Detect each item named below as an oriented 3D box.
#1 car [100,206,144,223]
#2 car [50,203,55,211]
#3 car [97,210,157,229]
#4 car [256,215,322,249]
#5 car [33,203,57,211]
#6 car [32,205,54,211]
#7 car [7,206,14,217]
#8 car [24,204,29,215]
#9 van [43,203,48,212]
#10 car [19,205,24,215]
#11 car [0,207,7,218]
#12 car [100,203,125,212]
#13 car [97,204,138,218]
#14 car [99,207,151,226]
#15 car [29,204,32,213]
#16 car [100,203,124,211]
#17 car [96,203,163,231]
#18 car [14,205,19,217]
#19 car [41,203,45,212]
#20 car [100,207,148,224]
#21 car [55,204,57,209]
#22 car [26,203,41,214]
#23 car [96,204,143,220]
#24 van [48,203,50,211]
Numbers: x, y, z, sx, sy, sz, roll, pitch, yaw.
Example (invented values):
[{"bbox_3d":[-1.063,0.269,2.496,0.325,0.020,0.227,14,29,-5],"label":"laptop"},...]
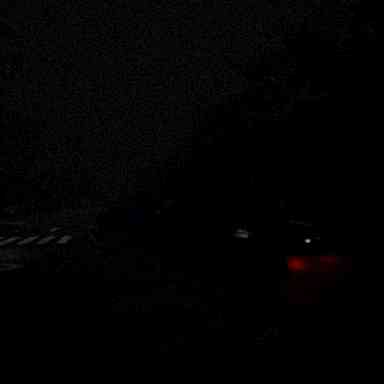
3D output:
[{"bbox_3d":[-8.199,2.616,39.259,4.553,1.767,2.185,3,-2,-35],"label":"car"},{"bbox_3d":[-36.296,3.651,78.931,5.566,2.045,2.435,1,-2,-35],"label":"car"},{"bbox_3d":[-5.884,2.463,30.480,4.892,1.521,2.231,3,-2,-35],"label":"car"},{"bbox_3d":[4.621,1.858,16.239,1.812,1.442,4.674,1,0,-6],"label":"car"},{"bbox_3d":[-38.612,3.920,87.462,5.566,2.045,2.435,1,-2,-35],"label":"car"},{"bbox_3d":[-37.824,4.112,84.645,4.792,1.488,2.163,1,-2,-35],"label":"car"},{"bbox_3d":[-27.181,2.813,44.600,5.008,1.535,2.097,1,-2,-35],"label":"car"},{"bbox_3d":[-29.613,3.081,53.068,5.366,1.575,1.946,1,-2,-35],"label":"car"},{"bbox_3d":[-34.888,3.495,73.123,4.442,1.987,1.878,1,-2,-35],"label":"van"},{"bbox_3d":[-28.708,2.995,50.326,5.008,1.535,2.097,1,-2,-35],"label":"car"},{"bbox_3d":[-26.445,2.752,41.727,4.792,1.488,2.163,1,-2,-35],"label":"car"},{"bbox_3d":[-19.886,3.879,83.009,5.566,2.045,2.435,3,-2,-35],"label":"car"},{"bbox_3d":[-11.299,2.862,50.939,5.566,2.045,2.435,3,-3,-35],"label":"car"},{"bbox_3d":[-6.692,2.428,33.387,4.553,1.767,2.185,3,-3,-35],"label":"car"},{"bbox_3d":[-30.209,3.208,56.060,4.792,1.488,2.163,1,-2,-35],"label":"car"},{"bbox_3d":[-20.633,3.973,85.975,5.566,2.045,2.435,3,-3,-35],"label":"car"},{"bbox_3d":[-5.093,2.119,27.592,5.566,2.045,2.435,3,-3,-35],"label":"car"},{"bbox_3d":[-28.093,2.899,47.352,5.366,1.575,1.946,1,-2,-35],"label":"car"},{"bbox_3d":[-33.272,3.542,67.477,4.892,1.521,2.231,1,-2,-35],"label":"car"},{"bbox_3d":[-7.415,2.523,36.337,4.553,1.767,2.185,3,-2,-35],"label":"car"},{"bbox_3d":[-37.056,3.741,81.790,5.566,2.045,2.435,1,-2,-35],"label":"car"},{"bbox_3d":[-32.537,3.324,64.600,4.553,1.767,2.185,1,-2,-35],"label":"car"},{"bbox_3d":[-9.793,2.674,45.065,5.566,2.045,2.435,3,-2,-35],"label":"car"},{"bbox_3d":[-35.648,3.585,75.982,4.442,1.987,1.878,1,-2,-35],"label":"van"}]
